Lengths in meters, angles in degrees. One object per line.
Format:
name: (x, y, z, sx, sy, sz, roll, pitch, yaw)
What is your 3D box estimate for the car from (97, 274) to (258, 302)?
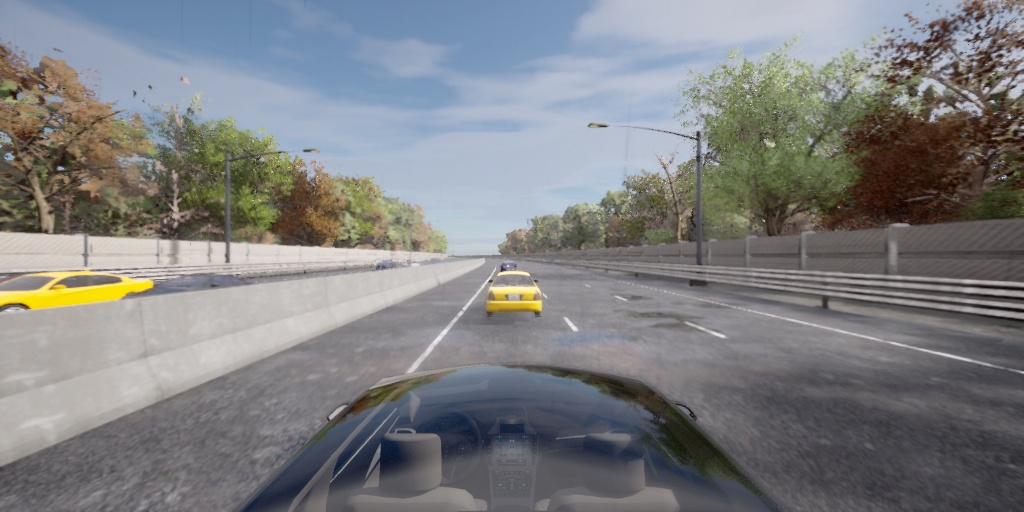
car: (-10.646, 1.319, 12.206, 1.994, 1.385, 4.181, 0, 0, 0)

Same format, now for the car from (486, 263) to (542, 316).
car: (0.047, 1.211, 13.238, 1.801, 1.575, 5.366, 0, 0, 0)

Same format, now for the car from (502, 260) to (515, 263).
car: (-0.454, 1.271, 44.661, 2.163, 1.488, 4.792, 0, 0, -1)

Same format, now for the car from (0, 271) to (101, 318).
car: (-17.648, 1.320, 12.432, 1.994, 1.385, 4.181, 0, 0, 0)

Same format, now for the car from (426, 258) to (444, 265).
car: (-11.356, 1.120, 53.213, 2.097, 1.767, 4.553, 0, 0, -1)

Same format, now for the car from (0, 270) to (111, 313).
car: (-14.138, 1.233, 11.106, 1.882, 1.535, 5.008, 0, 0, 0)

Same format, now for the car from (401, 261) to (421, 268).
car: (-14.847, 1.367, 52.989, 1.895, 1.301, 4.718, 0, 0, -1)

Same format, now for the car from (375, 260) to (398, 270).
car: (-18.337, 1.313, 52.807, 2.033, 1.411, 5.357, 0, 0, -1)
